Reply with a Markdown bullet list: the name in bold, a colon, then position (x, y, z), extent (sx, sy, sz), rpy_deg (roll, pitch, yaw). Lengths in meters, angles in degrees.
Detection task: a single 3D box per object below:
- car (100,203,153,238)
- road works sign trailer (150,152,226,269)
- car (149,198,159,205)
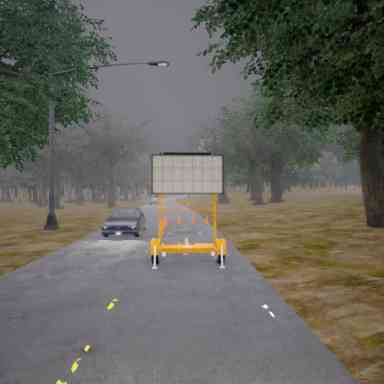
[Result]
- **car**: position (-3.545, 1.571, 18.266), extent (2.033, 1.411, 5.357), rpy_deg (0, 0, -2)
- **road works sign trailer**: position (-0.152, 0.476, 11.214), extent (2.380, 3.560, 2.880), rpy_deg (0, 0, -2)
- **car**: position (-6.676, 1.722, 59.795), extent (1.812, 1.442, 4.674), rpy_deg (0, -1, -5)
